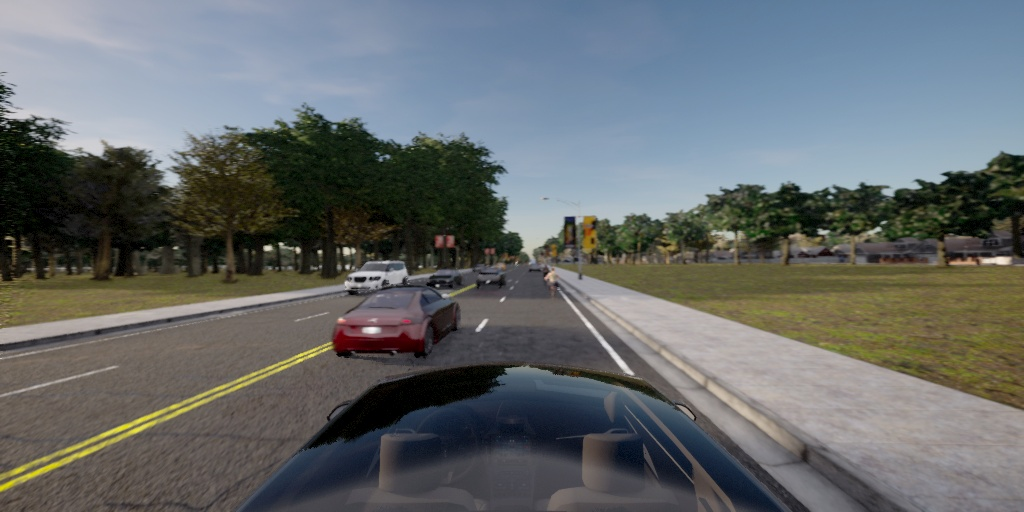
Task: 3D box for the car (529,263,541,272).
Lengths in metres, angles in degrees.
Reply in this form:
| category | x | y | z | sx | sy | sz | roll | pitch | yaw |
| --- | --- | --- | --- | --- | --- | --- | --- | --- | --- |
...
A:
| category | x | y | z | sx | sy | sz | roll | pitch | yaw |
| --- | --- | --- | --- | --- | --- | --- | --- | --- | --- |
| car | 3.911 | 2.045 | 61.189 | 1.994 | 1.385 | 4.181 | -1 | -1 | 4 |

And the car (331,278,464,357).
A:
| category | x | y | z | sx | sy | sz | roll | pitch | yaw |
| --- | --- | --- | --- | --- | --- | --- | --- | --- | --- |
| car | -2.584 | 1.433 | 8.935 | 1.994 | 1.385 | 4.181 | -1 | -1 | 4 |

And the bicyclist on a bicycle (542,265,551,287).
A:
| category | x | y | z | sx | sy | sz | roll | pitch | yaw |
| --- | --- | --- | --- | --- | --- | --- | --- | --- | --- |
| bicyclist on a bicycle | 2.615 | 1.502 | 27.476 | 0.582 | 1.620 | 1.656 | -1 | -1 | 4 |

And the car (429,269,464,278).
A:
| category | x | y | z | sx | sy | sz | roll | pitch | yaw |
| --- | --- | --- | --- | --- | --- | --- | --- | --- | --- |
| car | -4.915 | 1.675 | 27.104 | 2.033 | 1.411 | 5.357 | -1 | -1 | 4 |

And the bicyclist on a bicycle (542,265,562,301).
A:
| category | x | y | z | sx | sy | sz | roll | pitch | yaw |
| --- | --- | --- | --- | --- | --- | --- | --- | --- | --- |
| bicyclist on a bicycle | 2.024 | 1.366 | 17.624 | 0.866 | 1.612 | 1.509 | -1 | -1 | 3 |

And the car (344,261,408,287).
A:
| category | x | y | z | sx | sy | sz | roll | pitch | yaw |
| --- | --- | --- | --- | --- | --- | --- | --- | --- | --- |
| car | -8.433 | 1.335 | 22.950 | 2.150 | 2.045 | 5.566 | -1 | -1 | 4 |

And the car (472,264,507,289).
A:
| category | x | y | z | sx | sy | sz | roll | pitch | yaw |
| --- | --- | --- | --- | --- | --- | --- | --- | --- | --- |
| car | -1.472 | 1.578 | 26.889 | 2.128 | 1.511 | 4.902 | -1 | -1 | 4 |
